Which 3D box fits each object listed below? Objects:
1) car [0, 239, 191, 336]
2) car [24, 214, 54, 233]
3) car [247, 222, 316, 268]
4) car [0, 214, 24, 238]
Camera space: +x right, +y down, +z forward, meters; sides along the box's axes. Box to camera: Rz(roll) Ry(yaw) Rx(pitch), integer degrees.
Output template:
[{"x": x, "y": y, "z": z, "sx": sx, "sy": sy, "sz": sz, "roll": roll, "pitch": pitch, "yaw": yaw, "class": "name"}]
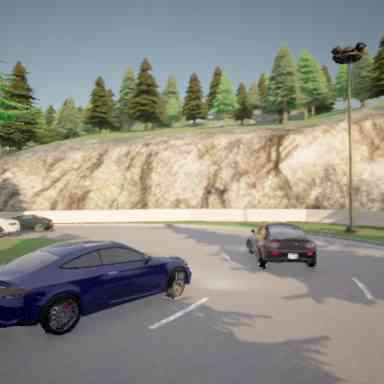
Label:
[{"x": -2.011, "y": 1.746, "z": 7.195, "sx": 1.812, "sy": 1.442, "sz": 4.674, "roll": -1, "pitch": -1, "yaw": 41, "class": "car"}, {"x": -12.911, "y": 2.376, "z": 25.529, "sx": 4.181, "sy": 1.385, "sz": 1.994, "roll": 0, "pitch": -2, "yaw": -9, "class": "car"}, {"x": 3.218, "y": 1.837, "z": 12.387, "sx": 1.812, "sy": 1.442, "sz": 4.674, "roll": 0, "pitch": -2, "yaw": 4, "class": "car"}, {"x": -13.835, "y": 2.243, "z": 21.668, "sx": 4.674, "sy": 1.442, "sz": 1.812, "roll": 0, "pitch": -2, "yaw": -18, "class": "car"}]
